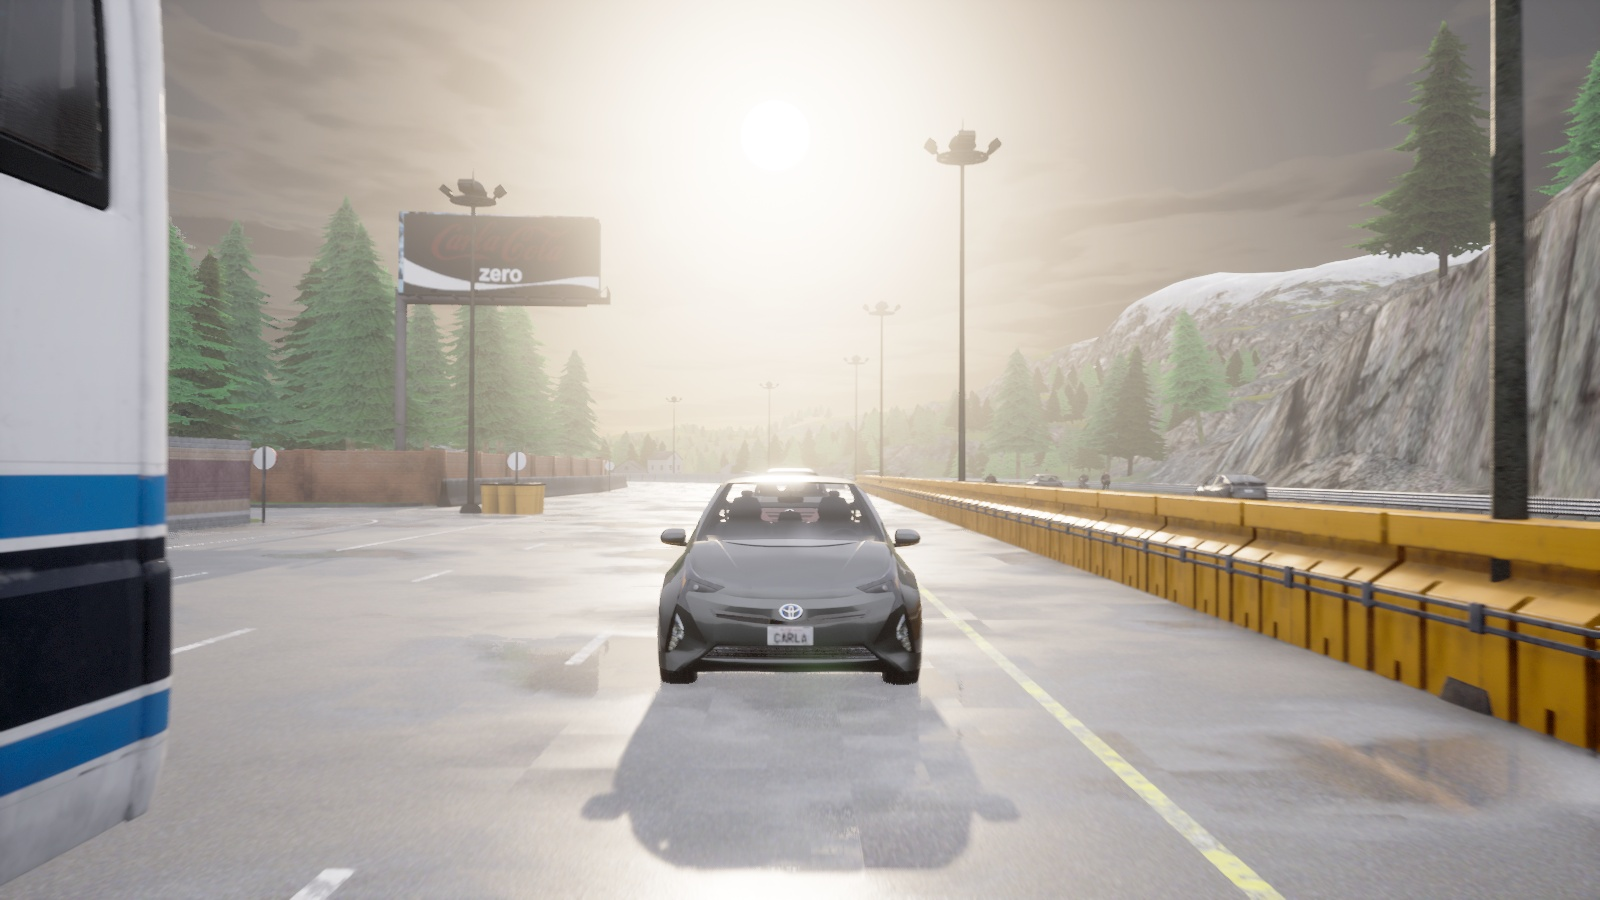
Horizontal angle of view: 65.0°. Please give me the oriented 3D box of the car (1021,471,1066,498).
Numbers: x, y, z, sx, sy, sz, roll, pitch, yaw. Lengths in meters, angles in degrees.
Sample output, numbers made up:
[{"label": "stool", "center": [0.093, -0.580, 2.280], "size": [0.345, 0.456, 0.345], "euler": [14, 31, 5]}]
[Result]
[{"label": "car", "center": [14.022, 1.983, 72.509], "size": [1.816, 1.474, 4.193], "euler": [0, -1, 0]}]

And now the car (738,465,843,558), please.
[{"label": "car", "center": [-0.171, 1.117, 24.123], "size": [1.851, 1.617, 3.988], "euler": [0, -1, 0]}]

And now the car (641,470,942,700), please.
[{"label": "car", "center": [-0.078, 0.940, 10.654], "size": [2.007, 1.525, 4.514], "euler": [0, -1, 0]}]

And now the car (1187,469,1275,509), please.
[{"label": "car", "center": [17.427, 1.542, 50.992], "size": [2.007, 1.525, 4.514], "euler": [0, -1, 0]}]
